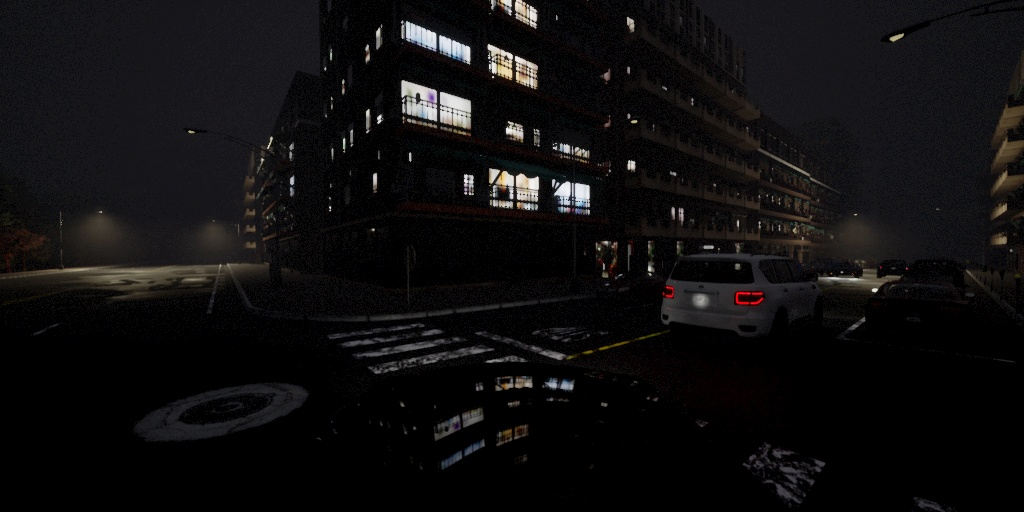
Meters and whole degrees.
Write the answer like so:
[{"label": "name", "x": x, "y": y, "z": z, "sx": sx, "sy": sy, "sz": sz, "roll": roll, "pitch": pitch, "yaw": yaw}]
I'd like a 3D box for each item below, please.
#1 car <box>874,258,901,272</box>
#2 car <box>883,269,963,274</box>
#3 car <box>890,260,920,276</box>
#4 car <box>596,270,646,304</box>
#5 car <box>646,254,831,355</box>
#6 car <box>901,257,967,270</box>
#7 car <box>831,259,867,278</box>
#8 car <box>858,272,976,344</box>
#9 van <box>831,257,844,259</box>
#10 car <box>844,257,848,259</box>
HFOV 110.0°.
[{"label": "car", "x": 34.645, "y": 1.089, "z": 32.336, "sx": 4.553, "sy": 1.767, "sz": 2.097, "roll": 0, "pitch": 0, "yaw": -39}, {"label": "car", "x": 14.910, "y": 1.316, "z": 12.865, "sx": 4.313, "sy": 1.339, "sz": 1.948, "roll": 0, "pitch": 0, "yaw": -39}, {"label": "car", "x": 42.487, "y": 1.215, "z": 38.765, "sx": 5.008, "sy": 1.535, "sz": 1.882, "roll": 0, "pitch": 0, "yaw": -39}, {"label": "car", "x": 5.511, "y": 1.305, "z": 15.969, "sx": 4.207, "sy": 1.307, "sz": 1.802, "roll": 0, "pitch": 0, "yaw": -39}, {"label": "car", "x": 5.919, "y": 0.965, "z": 8.993, "sx": 5.566, "sy": 2.045, "sz": 2.150, "roll": 0, "pitch": 0, "yaw": -39}, {"label": "car", "x": 23.685, "y": 1.062, "z": 20.028, "sx": 5.009, "sy": 1.841, "sz": 2.192, "roll": 0, "pitch": 0, "yaw": -39}, {"label": "car", "x": 31.270, "y": 1.291, "z": 33.559, "sx": 4.181, "sy": 1.385, "sz": 1.994, "roll": 0, "pitch": 0, "yaw": -39}, {"label": "car", "x": 10.788, "y": 1.297, "z": 9.501, "sx": 4.507, "sy": 1.381, "sz": 1.888, "roll": 0, "pitch": 0, "yaw": -39}, {"label": "van", "x": 35.973, "y": 1.059, "z": 40.852, "sx": 3.998, "sy": 1.789, "sz": 1.690, "roll": 0, "pitch": 0, "yaw": -39}, {"label": "car", "x": 40.343, "y": 1.033, "z": 44.455, "sx": 5.009, "sy": 1.841, "sz": 2.192, "roll": 0, "pitch": 0, "yaw": -39}]
